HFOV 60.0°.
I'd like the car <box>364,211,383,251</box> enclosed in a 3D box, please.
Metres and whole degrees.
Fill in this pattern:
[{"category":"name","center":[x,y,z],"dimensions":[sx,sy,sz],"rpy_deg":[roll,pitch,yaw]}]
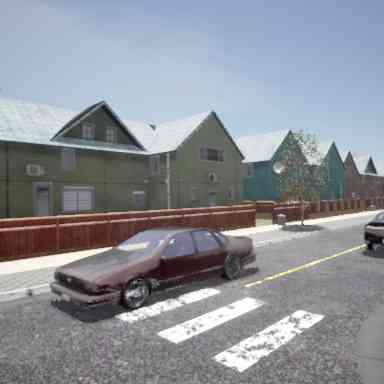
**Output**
[{"category":"car","center":[8.168,1.402,12.674],"dimensions":[4.902,1.511,2.128],"rpy_deg":[-1,-1,-45]}]

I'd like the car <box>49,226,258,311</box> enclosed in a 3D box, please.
[{"category":"car","center":[-0.529,1.596,8.214],"dimensions":[5.357,1.411,2.033],"rpy_deg":[-1,-1,-45]}]
